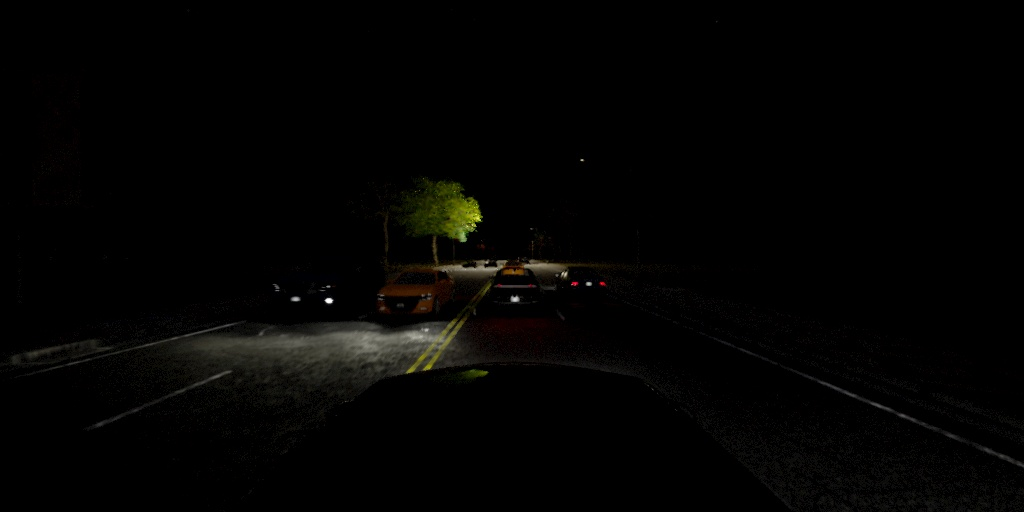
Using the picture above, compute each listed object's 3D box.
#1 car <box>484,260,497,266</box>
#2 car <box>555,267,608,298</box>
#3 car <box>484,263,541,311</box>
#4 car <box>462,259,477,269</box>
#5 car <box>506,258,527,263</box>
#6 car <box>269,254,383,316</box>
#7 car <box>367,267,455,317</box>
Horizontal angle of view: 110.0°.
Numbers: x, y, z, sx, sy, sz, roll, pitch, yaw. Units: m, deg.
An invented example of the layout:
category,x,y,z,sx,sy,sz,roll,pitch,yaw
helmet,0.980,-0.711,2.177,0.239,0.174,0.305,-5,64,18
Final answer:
category,x,y,z,sx,sy,sz,roll,pitch,yaw
car,-3.277,1.263,56.341,1.994,1.385,4.181,0,0,1
car,3.357,1.271,18.187,2.033,1.411,5.357,0,0,0
car,0.105,1.220,14.287,2.128,1.511,4.902,0,0,0
car,-6.519,1.247,56.229,2.033,1.411,5.357,0,0,1
car,0.112,1.190,32.574,1.882,1.535,5.008,0,0,0
car,-6.595,0.950,13.694,2.150,2.045,5.566,0,0,0
car,-3.345,1.208,13.258,1.882,1.535,5.008,0,0,0
